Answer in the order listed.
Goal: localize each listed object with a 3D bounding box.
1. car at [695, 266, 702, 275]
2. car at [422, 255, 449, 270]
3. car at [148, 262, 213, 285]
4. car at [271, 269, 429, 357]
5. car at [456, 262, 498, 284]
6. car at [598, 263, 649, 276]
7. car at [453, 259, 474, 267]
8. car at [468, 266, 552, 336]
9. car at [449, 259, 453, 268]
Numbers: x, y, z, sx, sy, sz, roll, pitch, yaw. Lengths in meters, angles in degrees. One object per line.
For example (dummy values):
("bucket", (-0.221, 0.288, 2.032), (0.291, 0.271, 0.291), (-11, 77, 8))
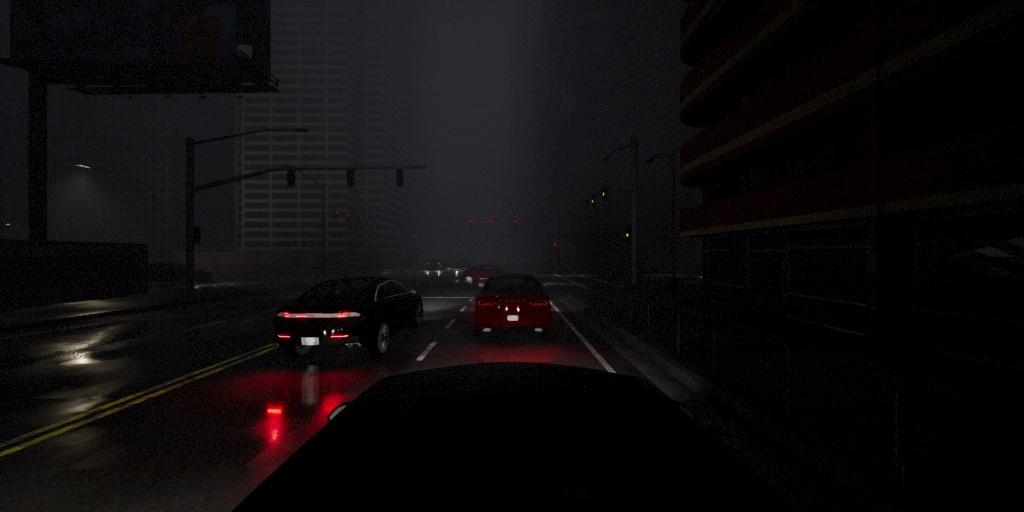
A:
("car", (21.452, 1.228, 36.698), (5.008, 1.535, 1.882), (0, 0, 0))
("car", (-10.963, 1.102, 51.705), (2.097, 1.767, 4.553), (0, 0, 0))
("car", (-24.596, 1.228, 25.948), (5.008, 1.535, 1.882), (0, 0, 0))
("car", (-3.476, 1.242, 8.552), (2.128, 1.511, 4.902), (0, 0, -1))
("car", (-1.624, 1.314, 25.996), (4.181, 1.385, 1.994), (0, 0, 0))
("car", (11.326, 1.351, 36.748), (4.718, 1.301, 1.895), (0, 0, 2))
("car", (-7.489, 1.255, 55.614), (1.837, 1.490, 4.892), (0, 0, 0))
("car", (0.012, 1.228, 10.440), (1.882, 1.535, 5.008), (0, 0, 0))
("car", (-11.011, 1.297, 61.904), (2.033, 1.411, 5.357), (0, 0, 0))
